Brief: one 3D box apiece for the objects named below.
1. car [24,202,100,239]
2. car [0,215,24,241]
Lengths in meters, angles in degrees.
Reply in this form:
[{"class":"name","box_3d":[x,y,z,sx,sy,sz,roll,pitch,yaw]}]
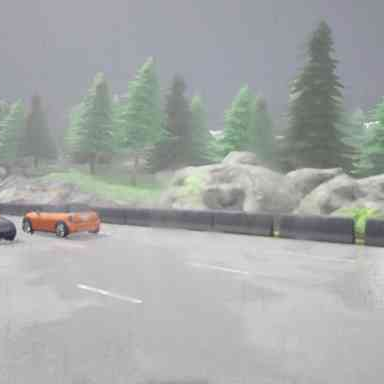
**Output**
[{"class":"car","box_3d":[-6.966,1.334,17.574,4.553,1.767,2.097,0,0,36]},{"class":"car","box_3d":[-9.991,1.542,15.436,4.181,1.385,1.994,0,0,36]}]
